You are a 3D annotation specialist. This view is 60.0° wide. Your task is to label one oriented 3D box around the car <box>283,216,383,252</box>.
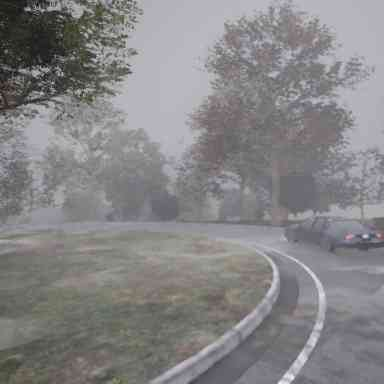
[{"bbox_3d":[6.109,1.784,15.070,2.033,1.411,5.357,0,-1,-11],"label":"car"}]
